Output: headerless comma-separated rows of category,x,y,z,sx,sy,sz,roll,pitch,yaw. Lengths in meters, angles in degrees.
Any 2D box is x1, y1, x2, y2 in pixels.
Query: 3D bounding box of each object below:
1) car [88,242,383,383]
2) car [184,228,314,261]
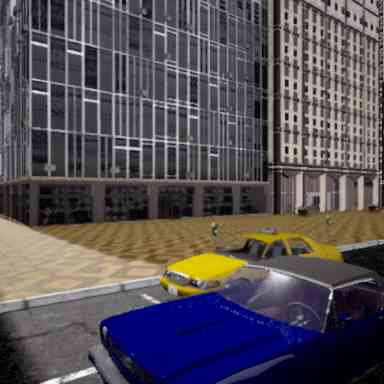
car,1.229,1.614,4.246,4.718,1.301,1.895,0,0,-35
car,1.600,1.549,7.704,4.829,1.417,1.752,0,-1,-35
